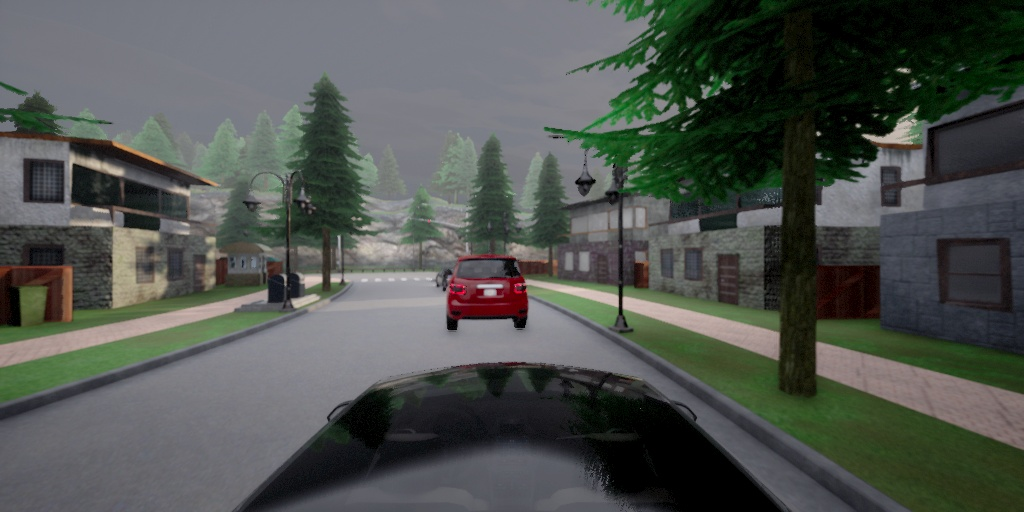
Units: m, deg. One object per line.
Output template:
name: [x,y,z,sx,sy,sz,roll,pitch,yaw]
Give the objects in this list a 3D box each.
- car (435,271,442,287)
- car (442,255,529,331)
car: [-3.616,1.354,22.355,2.033,1.411,5.357,0,0,-19]
car: [-0.923,0.995,11.311,2.150,2.045,5.566,0,0,-9]
